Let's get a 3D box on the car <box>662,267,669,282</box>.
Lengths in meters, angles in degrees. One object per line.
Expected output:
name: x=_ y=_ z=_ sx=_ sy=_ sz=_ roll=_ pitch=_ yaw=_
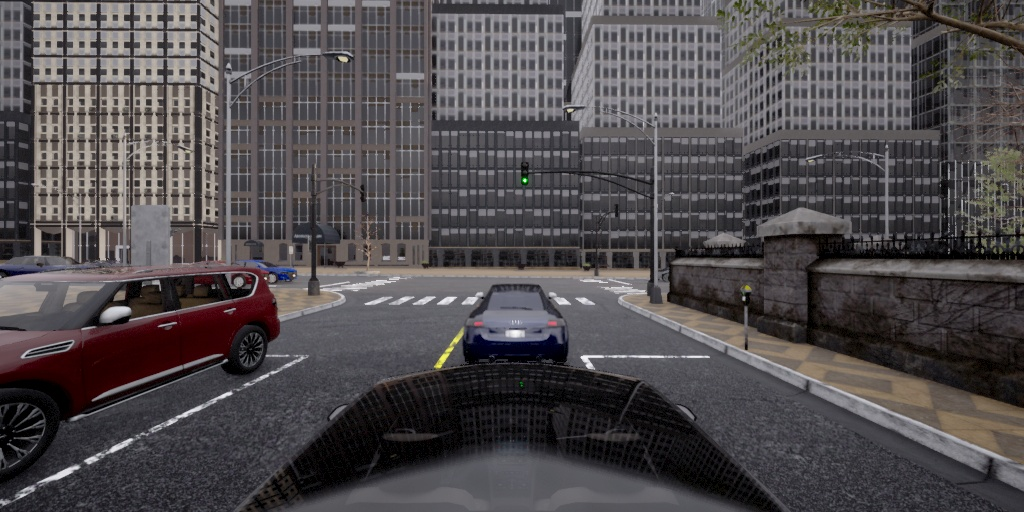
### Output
car: x=14.505 y=1.510 z=28.110 sx=4.181 sy=1.385 sz=1.994 roll=1 pitch=0 yaw=-1

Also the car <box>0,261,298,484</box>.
car: x=-5.365 y=1.065 z=4.735 sx=2.192 sy=1.841 sz=5.009 roll=0 pitch=0 yaw=0

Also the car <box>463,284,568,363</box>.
car: x=0.090 y=1.314 z=8.202 sx=1.994 sy=1.385 sz=4.181 roll=0 pitch=0 yaw=1

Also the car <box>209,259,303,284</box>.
car: x=-17.258 y=1.026 z=24.302 sx=5.008 sy=1.535 sz=1.882 roll=1 pitch=0 yaw=0

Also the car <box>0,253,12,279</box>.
car: x=-37.282 y=0.654 z=24.053 sx=4.553 sy=1.767 sz=2.097 roll=1 pitch=0 yaw=0

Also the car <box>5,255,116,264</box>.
car: x=-26.696 y=0.777 z=20.918 sx=4.553 sy=1.767 sz=2.097 roll=1 pitch=0 yaw=-1

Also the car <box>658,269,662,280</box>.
car: x=14.320 y=1.515 z=31.359 sx=4.181 sy=1.385 sz=1.994 roll=1 pitch=0 yaw=-1
